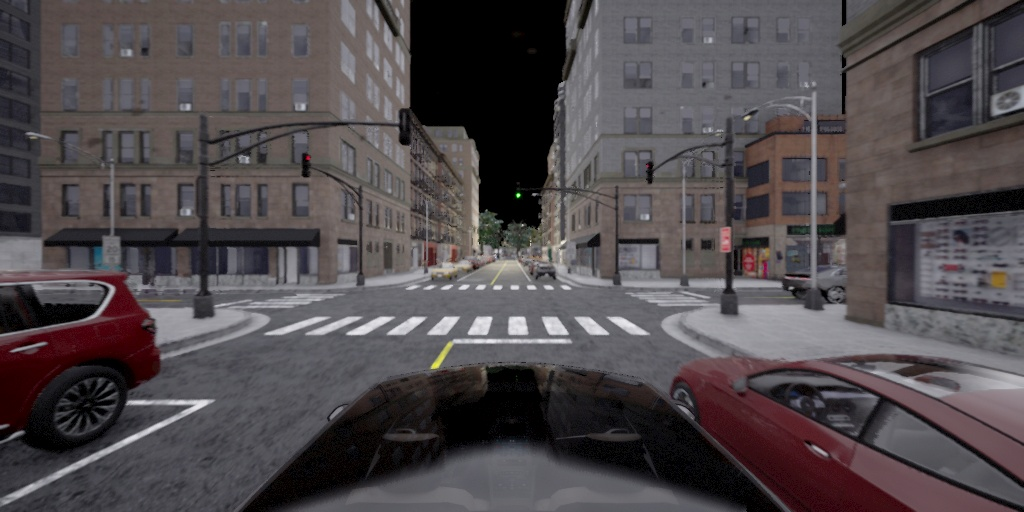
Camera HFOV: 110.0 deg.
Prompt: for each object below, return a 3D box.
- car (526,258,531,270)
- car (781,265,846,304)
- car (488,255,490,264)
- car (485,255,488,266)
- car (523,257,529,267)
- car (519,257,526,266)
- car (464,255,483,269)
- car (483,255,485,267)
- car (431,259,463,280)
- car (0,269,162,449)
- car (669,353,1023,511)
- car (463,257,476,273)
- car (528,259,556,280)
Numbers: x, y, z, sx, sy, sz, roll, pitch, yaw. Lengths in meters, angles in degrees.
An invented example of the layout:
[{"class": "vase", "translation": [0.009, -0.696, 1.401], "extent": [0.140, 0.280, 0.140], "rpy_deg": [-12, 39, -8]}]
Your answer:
[{"class": "car", "translation": [2.637, 1.144, 34.921], "extent": [1.888, 1.381, 4.507], "rpy_deg": [0, 0, 0]}, {"class": "car", "translation": [13.887, 1.108, 14.731], "extent": [4.902, 1.511, 2.128], "rpy_deg": [0, 0, 0]}, {"class": "car", "translation": [-5.405, 1.027, 62.331], "extent": [2.007, 1.370, 4.403], "rpy_deg": [0, 0, 0]}, {"class": "car", "translation": [-5.407, 0.940, 56.849], "extent": [1.967, 1.591, 4.097], "rpy_deg": [0, 0, 0]}, {"class": "car", "translation": [2.637, 1.125, 40.403], "extent": [2.007, 1.370, 4.403], "rpy_deg": [0, 0, 0]}, {"class": "car", "translation": [2.636, 1.051, 56.849], "extent": [2.007, 1.370, 4.403], "rpy_deg": [0, 0, 0]}, {"class": "car", "translation": [-5.411, 0.864, 45.885], "extent": [2.192, 1.841, 5.009], "rpy_deg": [0, 0, 0]}, {"class": "car", "translation": [-5.409, 0.965, 51.367], "extent": [1.967, 1.591, 4.097], "rpy_deg": [0, 0, 0]}, {"class": "car", "translation": [-5.416, 1.148, 29.269], "extent": [1.751, 1.417, 4.829], "rpy_deg": [0, 0, 0]}, {"class": "car", "translation": [-5.400, 1.061, 2.432], "extent": [2.192, 1.841, 5.009], "rpy_deg": [0, 0, 0]}, {"class": "car", "translation": [2.638, 1.329, 2.432], "extent": [1.802, 1.307, 4.207], "rpy_deg": [0, 0, 0]}, {"class": "car", "translation": [-5.413, 1.099, 40.233], "extent": [1.751, 1.417, 4.829], "rpy_deg": [0, 0, 0]}, {"class": "car", "translation": [2.637, 1.174, 29.440], "extent": [2.007, 1.370, 4.403], "rpy_deg": [0, 0, 0]}]
